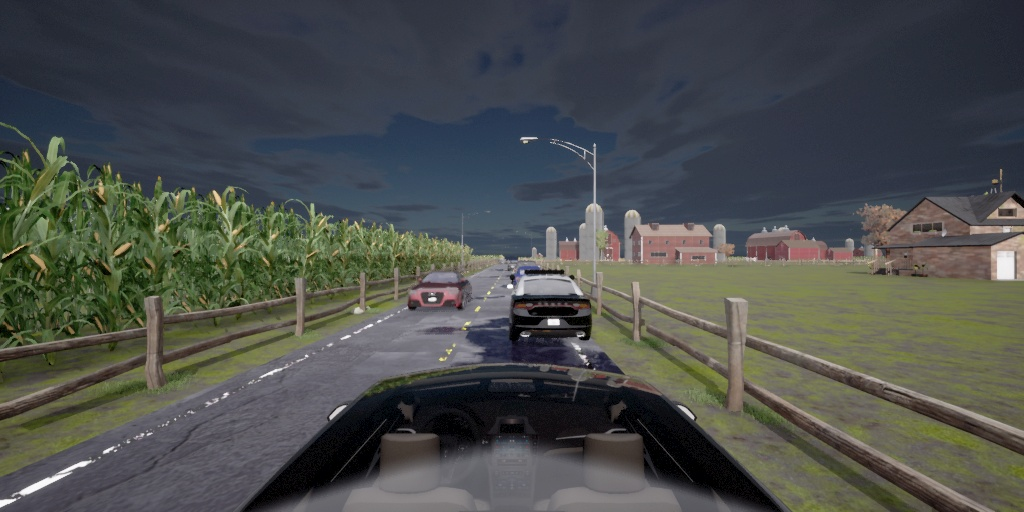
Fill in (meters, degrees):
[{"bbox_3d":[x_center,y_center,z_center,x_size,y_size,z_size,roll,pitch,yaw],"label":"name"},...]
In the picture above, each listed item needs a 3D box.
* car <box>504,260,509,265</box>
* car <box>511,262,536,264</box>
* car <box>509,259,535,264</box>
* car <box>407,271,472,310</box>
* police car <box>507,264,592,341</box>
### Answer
[{"bbox_3d":[0.377,1.264,48.412,2.128,1.511,4.902,0,0,1],"label":"car"},{"bbox_3d":[0.961,1.275,19.943,1.812,1.442,4.674,0,0,0],"label":"car"},{"bbox_3d":[1.004,1.100,25.913,2.097,1.767,4.553,0,0,0],"label":"car"},{"bbox_3d":[-2.755,1.313,14.455,1.994,1.385,4.181,0,0,0],"label":"car"},{"bbox_3d":[0.887,1.175,10.053,1.930,1.638,5.238,0,0,0],"label":"police car"}]
